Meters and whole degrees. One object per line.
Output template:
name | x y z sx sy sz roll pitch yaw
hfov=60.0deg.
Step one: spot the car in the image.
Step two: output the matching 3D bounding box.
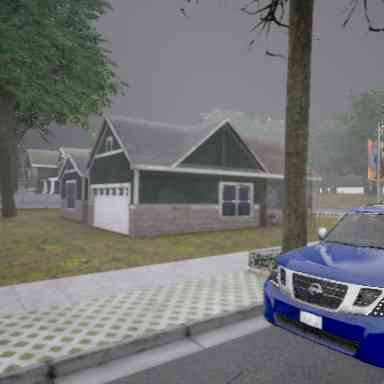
car | 3.719 1.223 5.723 5.566 2.045 2.150 0 0 -35
